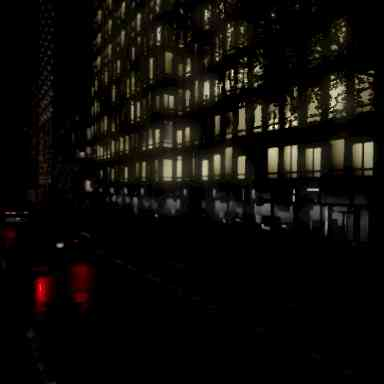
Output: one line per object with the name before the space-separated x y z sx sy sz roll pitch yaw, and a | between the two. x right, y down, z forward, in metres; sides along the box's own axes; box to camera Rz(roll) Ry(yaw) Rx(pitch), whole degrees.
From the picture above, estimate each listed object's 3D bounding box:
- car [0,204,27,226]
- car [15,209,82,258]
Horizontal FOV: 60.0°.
car | -13.509 1.692 25.344 2.128 1.511 4.902 1 -1 -32
car | -5.754 1.635 13.355 1.812 1.442 4.674 1 0 -32
